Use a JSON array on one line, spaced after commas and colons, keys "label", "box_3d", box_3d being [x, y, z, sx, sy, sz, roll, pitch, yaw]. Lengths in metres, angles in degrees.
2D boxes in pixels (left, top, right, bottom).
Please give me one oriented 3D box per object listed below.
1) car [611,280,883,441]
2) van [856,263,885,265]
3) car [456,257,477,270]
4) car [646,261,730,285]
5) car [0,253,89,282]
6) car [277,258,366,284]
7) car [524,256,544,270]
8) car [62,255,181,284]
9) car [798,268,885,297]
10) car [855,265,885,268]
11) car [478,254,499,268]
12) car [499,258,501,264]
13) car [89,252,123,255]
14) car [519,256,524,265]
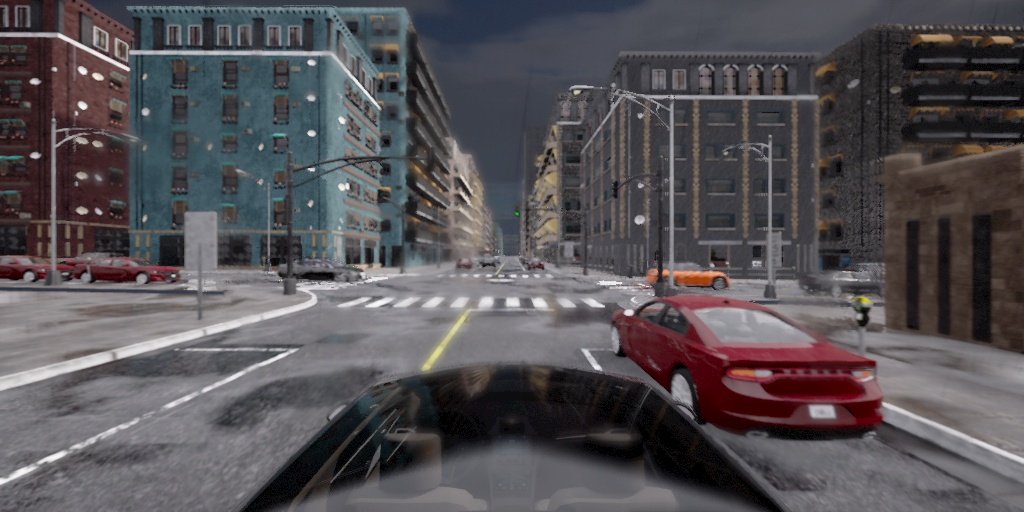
[{"label": "car", "box_3d": [2.818, 1.262, 5.493, 1.888, 1.381, 4.507, 0, 0, 0]}, {"label": "van", "box_3d": [28.659, 1.466, 27.742, 3.998, 1.789, 1.690, 0, 0, -1]}, {"label": "car", "box_3d": [-5.811, 0.932, 44.177, 1.888, 1.381, 4.507, 0, 0, 0]}, {"label": "car", "box_3d": [10.689, 1.140, 21.867, 4.553, 1.767, 2.097, 1, 0, -1]}, {"label": "car", "box_3d": [-25.703, 0.657, 18.807, 4.507, 1.381, 1.888, 0, 0, -1]}, {"label": "car", "box_3d": [-11.412, 0.922, 21.641, 4.902, 1.511, 2.128, 2, 0, -1]}, {"label": "car", "box_3d": [2.772, 0.837, 42.962, 1.967, 1.591, 4.097, 0, 0, 0]}, {"label": "car", "box_3d": [-20.022, 0.763, 18.788, 4.507, 1.381, 1.888, 0, 0, -1]}, {"label": "car", "box_3d": [17.925, 1.478, 19.251, 4.403, 1.370, 2.007, 0, 0, -1]}, {"label": "car", "box_3d": [23.882, 1.563, 25.100, 4.674, 1.442, 1.812, 1, 0, -1]}, {"label": "car", "box_3d": [-3.108, 0.854, 48.910, 1.837, 1.490, 4.892, 0, 0, 0]}, {"label": "car", "box_3d": [-3.069, 0.745, 64.995, 1.812, 1.442, 4.674, 0, 0, 0]}, {"label": "car", "box_3d": [-31.535, 0.440, 27.129, 4.097, 1.591, 1.967, 0, 0, -1]}, {"label": "car", "box_3d": [2.648, 0.825, 59.951, 1.948, 1.339, 4.313, 0, 0, 0]}]
